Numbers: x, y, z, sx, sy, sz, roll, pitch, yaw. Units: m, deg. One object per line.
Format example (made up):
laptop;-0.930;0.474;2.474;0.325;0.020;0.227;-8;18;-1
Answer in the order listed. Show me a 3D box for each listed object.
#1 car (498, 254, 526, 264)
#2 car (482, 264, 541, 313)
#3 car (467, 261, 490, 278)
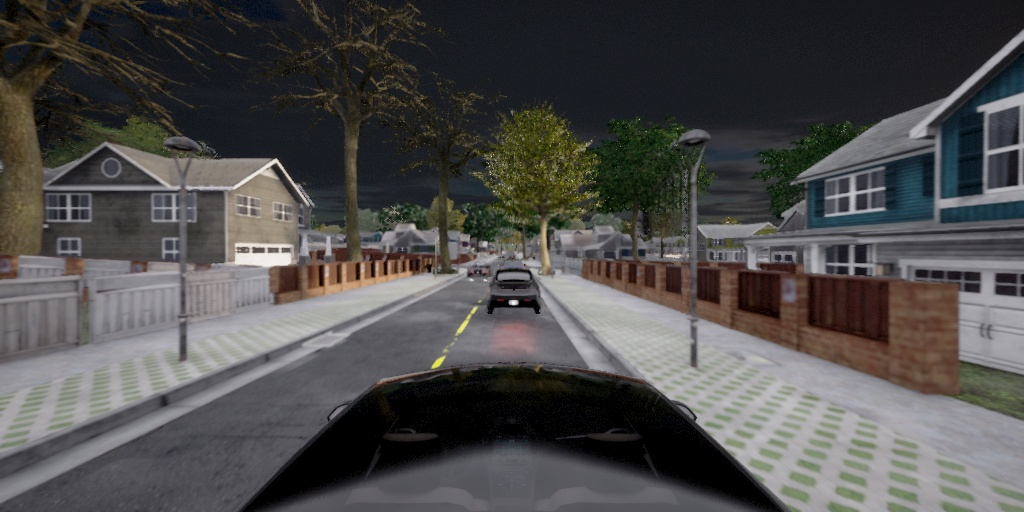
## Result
car;0.072;0.983;27.923;2.097;1.767;4.553;0;0;0
car;0.073;1.218;13.798;1.837;1.490;4.892;0;0;0
car;-2.813;1.166;31.801;1.994;1.385;4.181;0;0;0
